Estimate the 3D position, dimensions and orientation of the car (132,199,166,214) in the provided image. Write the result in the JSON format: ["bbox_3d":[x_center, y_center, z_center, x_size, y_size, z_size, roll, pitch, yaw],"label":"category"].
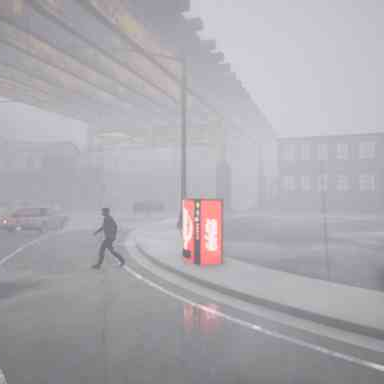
[{"bbox_3d":[-4.511,1.454,35.729,1.882,1.535,5.008,0,0,20],"label":"car"}]

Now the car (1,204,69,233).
[{"bbox_3d":[-8.861,1.581,19.291,1.895,1.301,4.718,0,0,0],"label":"car"}]

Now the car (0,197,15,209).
[{"bbox_3d":[-22.991,1.252,37.879,4.536,1.218,1.853,0,0,-9],"label":"car"}]

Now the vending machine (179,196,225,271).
[{"bbox_3d":[0.304,1.190,10.088,1.100,2.100,0.880,0,0,-28],"label":"vending machine"}]

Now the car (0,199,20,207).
[{"bbox_3d":[-22.940,1.409,37.887,4.974,1.542,2.038,0,0,-9],"label":"car"}]

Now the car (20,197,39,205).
[{"bbox_3d":[-19.876,1.411,40.017,2.038,1.542,4.974,0,0,-39],"label":"car"}]

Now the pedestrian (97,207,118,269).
[{"bbox_3d":[-2.446,1.286,9.613,0.375,1.860,0.375,0,0,-25],"label":"pedestrian"}]

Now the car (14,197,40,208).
[{"bbox_3d":[-19.908,1.254,40.057,1.853,1.218,4.536,0,0,-39],"label":"car"}]
